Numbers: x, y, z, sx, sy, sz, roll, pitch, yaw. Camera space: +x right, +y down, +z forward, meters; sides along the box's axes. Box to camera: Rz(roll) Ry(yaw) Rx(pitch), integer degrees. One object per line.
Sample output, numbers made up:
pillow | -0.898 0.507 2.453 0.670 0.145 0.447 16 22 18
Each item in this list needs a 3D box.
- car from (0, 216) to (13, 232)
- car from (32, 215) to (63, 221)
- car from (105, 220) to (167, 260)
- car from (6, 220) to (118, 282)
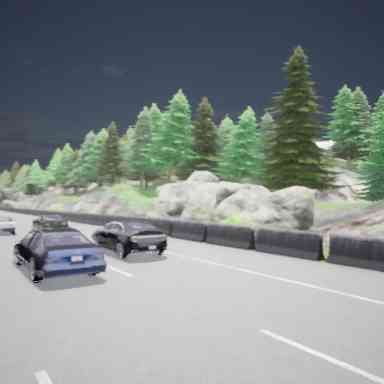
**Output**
car | -14.216 2.375 24.341 1.895 1.301 4.718 2 -3 -35
car | -11.377 2.465 26.385 1.895 1.301 4.718 2 -3 -35
car | -2.909 1.978 14.694 2.128 1.511 4.902 2 -3 -35
car | -4.525 1.887 10.918 2.033 1.411 5.357 2 -3 -35
